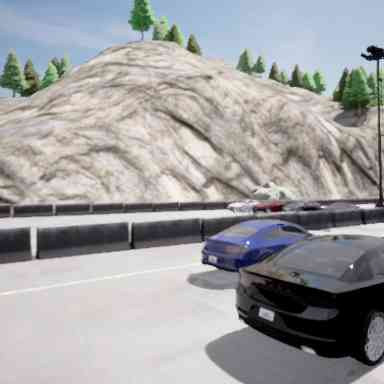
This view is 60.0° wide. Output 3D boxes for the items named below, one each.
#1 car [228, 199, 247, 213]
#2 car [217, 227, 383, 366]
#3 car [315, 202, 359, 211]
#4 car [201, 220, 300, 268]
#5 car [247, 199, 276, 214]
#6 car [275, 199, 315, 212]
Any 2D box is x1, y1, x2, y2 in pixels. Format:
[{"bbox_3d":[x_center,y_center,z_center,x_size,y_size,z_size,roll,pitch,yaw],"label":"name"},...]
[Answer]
[{"bbox_3d":[6.253,1.576,38.534,4.674,1.442,1.812,0,0,-35],"label":"car"},{"bbox_3d":[3.015,1.488,5.897,5.008,1.535,1.882,0,0,-35],"label":"car"},{"bbox_3d":[13.901,1.617,31.093,4.181,1.385,1.994,0,0,-35],"label":"car"},{"bbox_3d":[2.402,1.540,9.758,4.674,1.442,1.812,0,0,-35],"label":"car"},{"bbox_3d":[8.658,1.529,35.952,5.008,1.535,1.882,0,0,-35],"label":"car"},{"bbox_3d":[11.089,1.543,33.386,4.902,1.511,2.128,0,0,-35],"label":"car"}]
